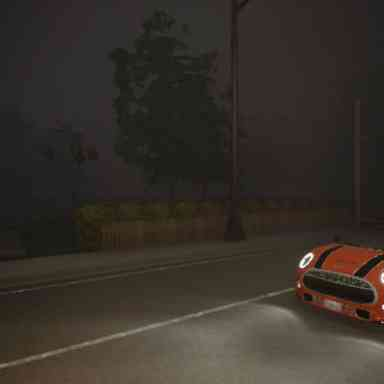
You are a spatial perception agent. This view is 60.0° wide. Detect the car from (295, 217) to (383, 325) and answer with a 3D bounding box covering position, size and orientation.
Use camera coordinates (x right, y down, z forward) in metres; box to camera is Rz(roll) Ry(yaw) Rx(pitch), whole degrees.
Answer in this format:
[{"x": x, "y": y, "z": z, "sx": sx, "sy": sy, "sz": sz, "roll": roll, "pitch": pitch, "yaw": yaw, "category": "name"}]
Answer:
[{"x": 4.244, "y": 1.348, "z": 6.987, "sx": 4.553, "sy": 1.767, "sz": 2.097, "roll": 0, "pitch": 0, "yaw": -35, "category": "car"}]
